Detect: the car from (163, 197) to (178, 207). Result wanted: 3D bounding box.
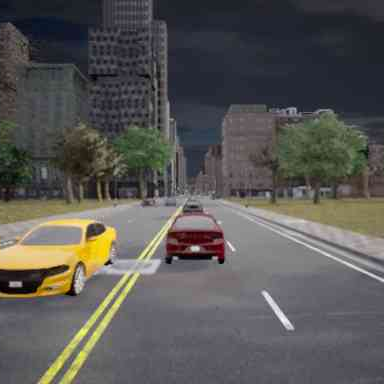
[{"bbox_3d":[-3.328,1.573,52.141,1.837,1.490,4.892,0,0,0],"label":"car"}]

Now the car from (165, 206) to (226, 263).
[{"bbox_3d":[0.096,1.487,12.085,1.882,1.535,5.008,0,0,0],"label":"car"}]

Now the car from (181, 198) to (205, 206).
[{"bbox_3d":[0.090,1.533,30.414,1.837,1.490,4.892,0,0,0],"label":"car"}]

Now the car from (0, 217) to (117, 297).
[{"bbox_3d":[-3.352,1.484,8.817,1.882,1.535,5.008,0,0,0],"label":"car"}]

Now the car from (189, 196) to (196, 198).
[{"bbox_3d":[0.083,1.663,48.881,1.895,1.301,4.718,0,0,0],"label":"car"}]

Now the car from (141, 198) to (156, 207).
[{"bbox_3d":[-6.584,1.630,50.846,1.994,1.385,4.181,0,0,0],"label":"car"}]

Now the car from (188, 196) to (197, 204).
[{"bbox_3d":[0.062,1.628,66.643,1.812,1.442,4.674,0,0,0],"label":"car"}]
